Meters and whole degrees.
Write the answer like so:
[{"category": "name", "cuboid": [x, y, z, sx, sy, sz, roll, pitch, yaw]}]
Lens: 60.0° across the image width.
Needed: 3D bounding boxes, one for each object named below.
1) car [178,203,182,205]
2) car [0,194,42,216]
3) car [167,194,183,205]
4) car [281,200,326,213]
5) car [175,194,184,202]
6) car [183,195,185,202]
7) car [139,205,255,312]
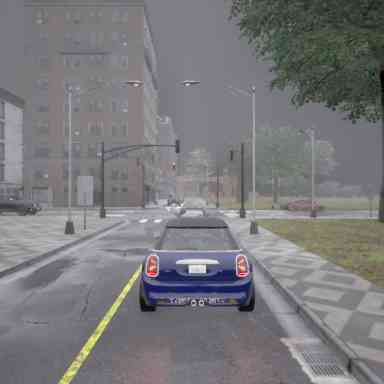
[{"category": "car", "cuboid": [0.017, 1.537, 17.558, 1.812, 1.442, 4.674, 0, 0, 1]}, {"category": "car", "cuboid": [-17.138, 1.190, 31.126, 5.566, 2.045, 2.150, 0, -1, 0]}, {"category": "car", "cuboid": [-2.985, 1.298, 55.739, 2.150, 2.045, 5.566, 0, 0, -2]}, {"category": "car", "cuboid": [12.772, 1.625, 37.890, 4.181, 1.385, 1.994, 0, -1, -1]}, {"category": "car", "cuboid": [-2.938, 1.390, 79.833, 2.150, 2.045, 5.566, 0, 0, 0]}, {"category": "car", "cuboid": [-2.911, 1.472, 69.001, 2.097, 1.767, 4.553, 0, 0, 0]}, {"category": "car", "cuboid": [0.093, 1.355, 7.885, 2.097, 1.767, 4.553, 0, 0, 0]}]
